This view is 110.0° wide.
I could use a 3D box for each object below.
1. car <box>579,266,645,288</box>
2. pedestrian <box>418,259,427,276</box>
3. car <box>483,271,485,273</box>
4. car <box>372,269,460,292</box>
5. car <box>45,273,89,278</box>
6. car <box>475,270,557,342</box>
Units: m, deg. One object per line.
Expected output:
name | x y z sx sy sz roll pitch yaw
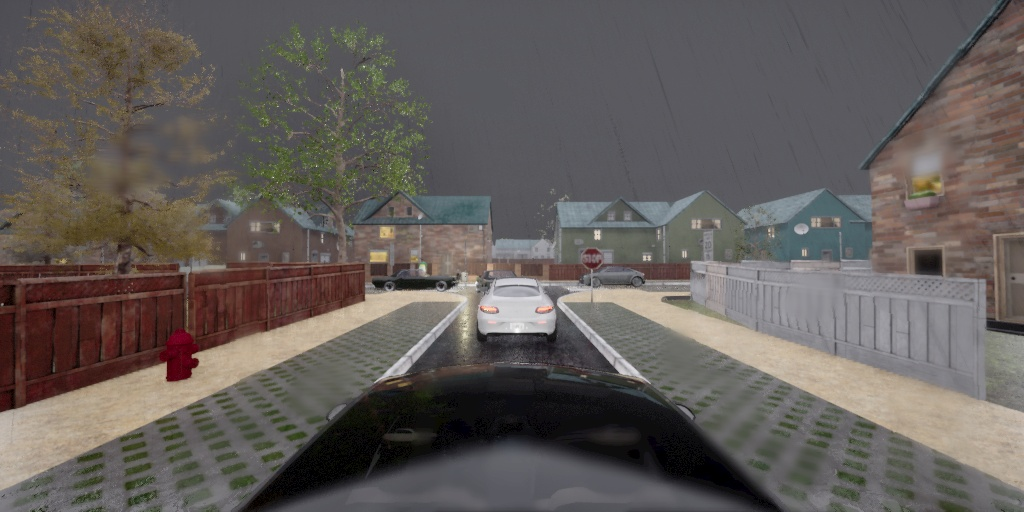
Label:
car | 6.547 1.343 23.677 4.181 1.385 1.994 0 -1 1
pedestrian | -6.691 1.117 26.777 0.375 1.860 0.375 0 -1 1
car | -0.750 1.365 18.504 1.895 1.301 4.718 0 -1 -12
car | -5.475 1.415 20.891 4.718 1.301 1.895 -1 -1 1
car | -25.600 1.631 21.169 4.718 1.301 1.895 -1 -1 1
car | 0.106 1.279 9.685 1.812 1.442 4.674 0 0 0
